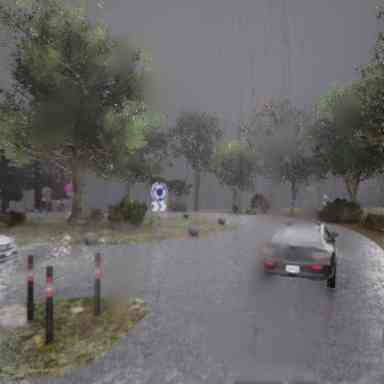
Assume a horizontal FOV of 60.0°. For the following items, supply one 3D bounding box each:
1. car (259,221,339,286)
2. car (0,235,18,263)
[{"bbox_3d":[3.163,1.570,9.614,1.812,1.442,4.674,0,0,23],"label":"car"},{"bbox_3d":[-7.695,1.526,9.944,4.674,1.442,1.812,0,0,4],"label":"car"}]
